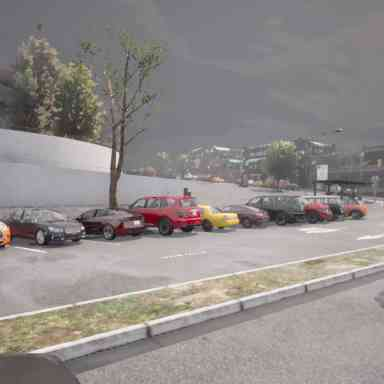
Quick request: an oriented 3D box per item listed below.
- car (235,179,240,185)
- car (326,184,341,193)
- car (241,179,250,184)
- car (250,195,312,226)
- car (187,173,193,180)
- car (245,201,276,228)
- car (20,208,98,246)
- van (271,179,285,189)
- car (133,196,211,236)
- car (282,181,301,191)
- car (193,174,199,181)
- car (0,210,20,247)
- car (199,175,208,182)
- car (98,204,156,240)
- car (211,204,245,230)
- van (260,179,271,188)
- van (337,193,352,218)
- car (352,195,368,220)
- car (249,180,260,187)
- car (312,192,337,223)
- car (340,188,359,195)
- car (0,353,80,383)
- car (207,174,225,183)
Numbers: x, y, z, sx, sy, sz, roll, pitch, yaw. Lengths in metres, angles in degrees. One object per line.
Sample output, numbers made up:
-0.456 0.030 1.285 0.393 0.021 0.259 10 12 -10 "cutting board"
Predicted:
12.034 -2.315 79.806 2.002 1.452 4.674 7 3 35 "car"
25.897 -0.424 60.084 2.435 2.045 5.566 7 3 35 "car"
13.778 -2.042 77.345 2.002 1.452 4.674 7 4 35 "car"
5.265 1.264 23.977 5.566 2.045 2.435 -1 -1 35 "car"
1.541 -4.083 94.503 2.185 1.767 4.553 4 1 33 "car"
2.839 1.550 22.218 4.674 1.452 2.002 -1 -1 35 "car"
-6.946 1.494 15.263 4.892 1.521 2.231 -1 -1 34 "car"
18.919 -1.489 69.827 1.878 1.987 4.442 7 4 35 "van"
-2.084 1.249 18.759 5.566 2.045 2.435 -1 -1 34 "car"
20.680 -0.991 67.466 2.231 1.521 4.892 7 3 35 "car"
3.273 -3.849 92.035 2.185 1.767 4.553 6 3 34 "car"
-9.411 1.367 13.536 4.553 1.767 2.185 -1 -1 34 "car"
5.069 -3.697 89.570 2.435 2.045 5.566 7 3 34 "car"
-4.528 1.525 17.012 4.792 1.488 2.163 -1 -1 34 "car"
0.234 1.504 20.588 5.366 1.575 1.946 -1 -1 35 "car"
17.188 -1.762 72.297 1.878 1.987 4.442 7 4 35 "van"
10.314 1.298 27.356 4.442 1.987 1.878 -1 -1 35 "van"
12.722 1.405 29.108 4.553 1.767 2.185 -1 -1 35 "car"
15.611 -1.810 75.026 1.946 1.575 5.366 7 3 35 "car"
7.777 1.268 25.684 5.566 2.045 2.435 -1 -1 35 "car"
27.590 0.138 57.613 2.002 1.452 4.674 7 3 35 "car"
-2.915 1.547 1.053 5.357 1.411 2.033 0 0 -36 "car"
6.922 -3.174 87.312 1.946 1.575 5.366 7 3 34 "car"
